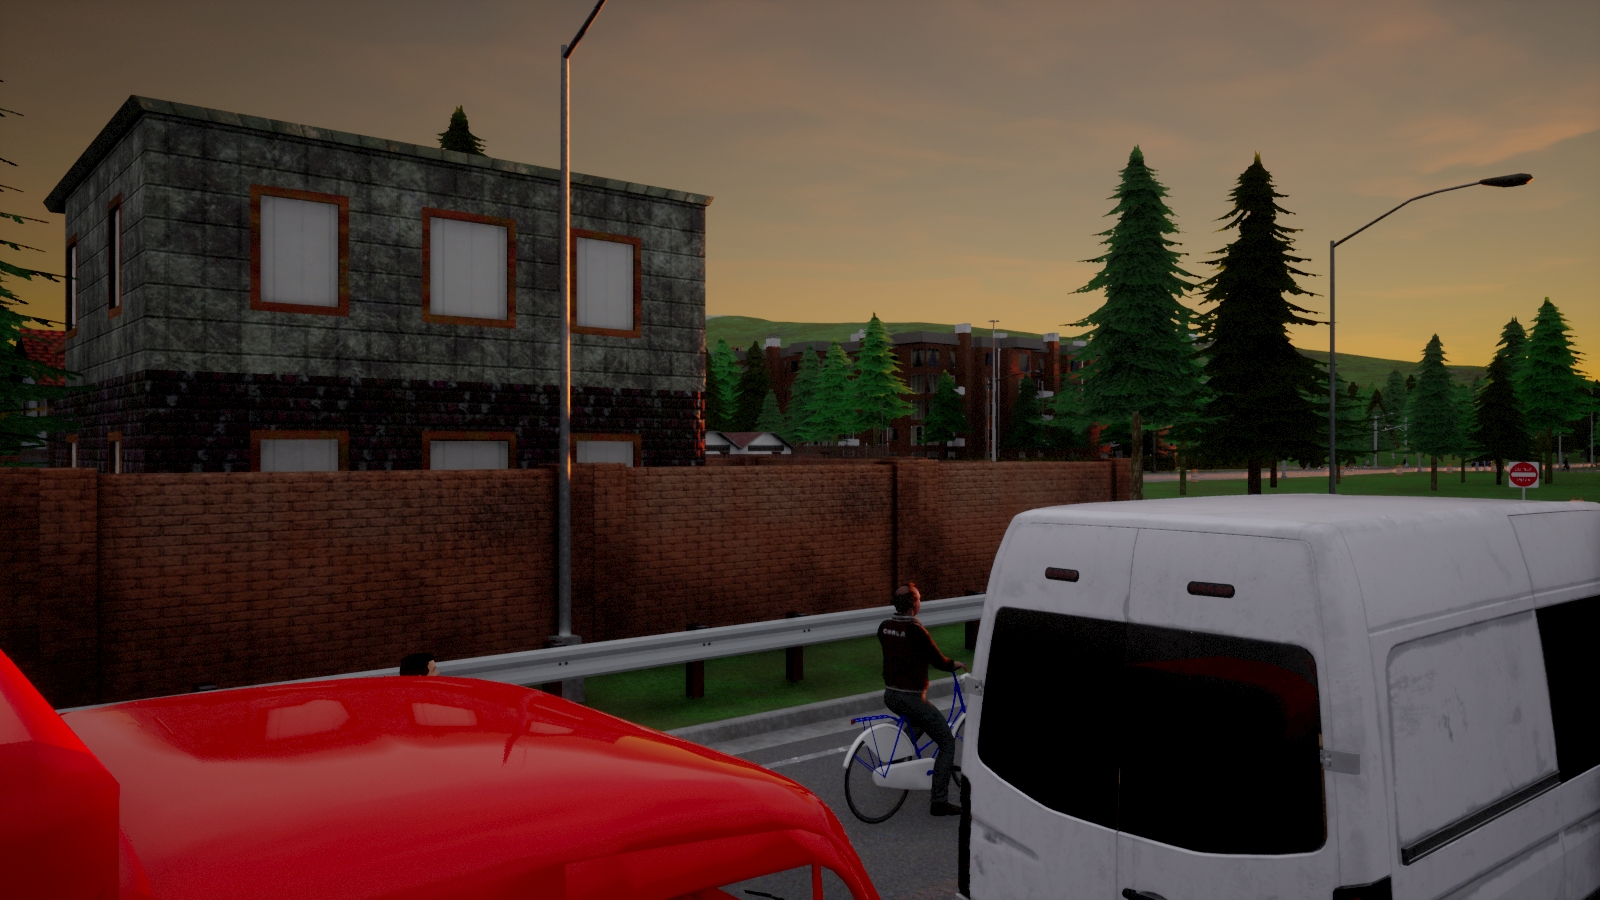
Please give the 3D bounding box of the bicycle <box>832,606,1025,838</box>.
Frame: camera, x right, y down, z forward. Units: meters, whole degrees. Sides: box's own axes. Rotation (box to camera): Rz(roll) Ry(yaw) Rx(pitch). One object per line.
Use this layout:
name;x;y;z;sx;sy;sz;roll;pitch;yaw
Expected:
bicycle;1.045;2.060;8.955;1.835;1.471;0.329;0;0;-40

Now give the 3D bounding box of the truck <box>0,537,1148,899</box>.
truck;-2.109;1.568;1.686;5.204;2.467;2.627;0;0;-40

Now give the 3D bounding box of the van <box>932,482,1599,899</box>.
van;3.509;1.534;6.458;5.915;2.561;1.988;0;0;-40
